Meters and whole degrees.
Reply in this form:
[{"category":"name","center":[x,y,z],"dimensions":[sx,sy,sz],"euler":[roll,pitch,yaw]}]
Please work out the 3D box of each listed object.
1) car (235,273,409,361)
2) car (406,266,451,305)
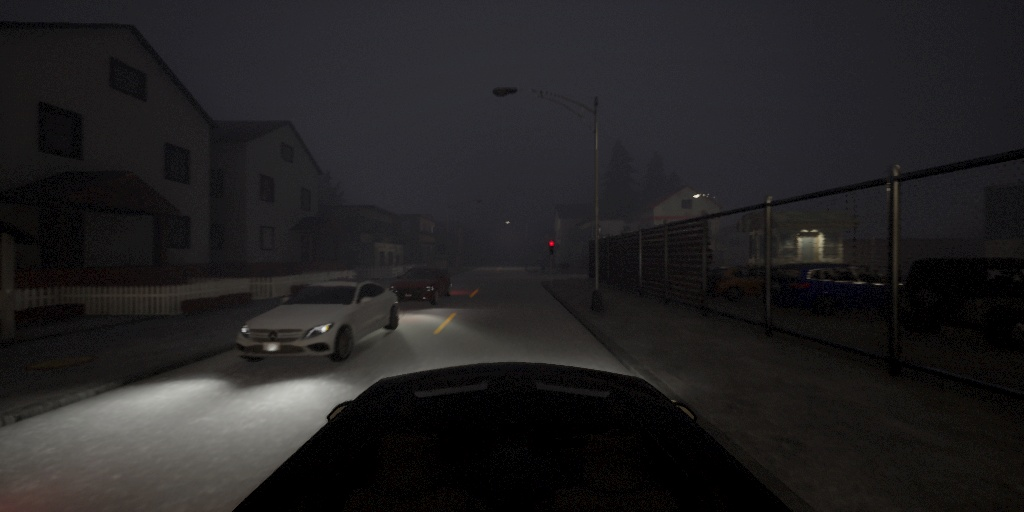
[{"category":"car","center":[-4.095,1.294,8.460],"dimensions":[1.812,1.442,4.674],"euler":[0,0,0]},{"category":"car","center":[-4.016,1.252,16.413],"dimensions":[1.882,1.535,5.008],"euler":[0,0,0]}]
